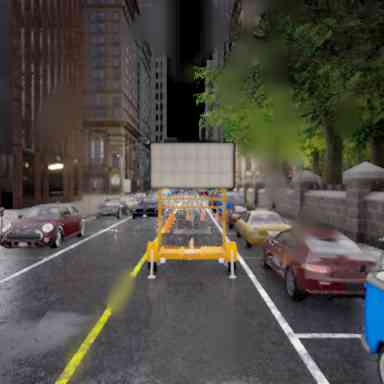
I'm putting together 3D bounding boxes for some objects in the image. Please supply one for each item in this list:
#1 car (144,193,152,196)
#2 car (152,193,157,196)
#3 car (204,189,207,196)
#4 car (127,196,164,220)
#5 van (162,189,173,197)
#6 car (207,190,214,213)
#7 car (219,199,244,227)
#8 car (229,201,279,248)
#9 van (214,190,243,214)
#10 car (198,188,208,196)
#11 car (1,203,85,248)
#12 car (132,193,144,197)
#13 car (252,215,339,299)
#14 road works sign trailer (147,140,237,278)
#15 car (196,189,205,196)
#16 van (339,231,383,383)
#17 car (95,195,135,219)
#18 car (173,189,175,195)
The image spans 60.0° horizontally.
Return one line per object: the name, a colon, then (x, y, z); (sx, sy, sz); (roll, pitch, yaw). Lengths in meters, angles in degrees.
car: (-5.755, 0.861, 35.394); (1.967, 1.590, 4.097); (0, 1, 0)
car: (-5.753, 0.795, 46.442); (1.947, 1.339, 4.313); (0, 1, 0)
car: (2.771, 0.736, 35.401); (2.192, 1.841, 5.009); (0, 1, 0)
car: (-3.097, 1.215, 23.989); (1.895, 1.301, 4.718); (0, 1, 0)
van: (-5.749, 0.118, 73.092); (1.690, 1.788, 3.998); (0, 1, 0)
car: (2.770, 0.831, 29.878); (2.192, 1.841, 5.009); (0, 1, 0)
car: (2.767, 1.280, 18.835); (1.802, 1.307, 4.206); (0, 1, 0)
car: (2.766, 1.309, 13.480); (1.752, 1.417, 4.829); (0, 1, 0)
van: (2.769, 0.949, 24.355); (1.690, 1.788, 3.998); (0, 1, 0)
car: (2.778, -0.085, 83.980); (2.192, 1.841, 5.009); (0, 1, 0)
car: (-5.759, 1.227, 13.299); (1.967, 1.590, 4.097); (0, 1, 0)
car: (-5.756, 1.044, 29.702); (1.752, 1.417, 4.829); (0, 1, 0)
car: (2.765, 1.457, 7.788); (1.802, 1.307, 4.206); (0, 1, 0)
road works sign trailer: (0.002, 0.311, 9.566); (2.380, 3.560, 2.880); (0, 1, 0)
car: (2.777, 0.003, 78.539); (2.192, 1.841, 5.009); (0, 1, 0)
van: (2.764, 1.304, 2.260); (1.690, 1.788, 3.998); (0, 1, 0)
car: (-5.758, 1.159, 24.349); (2.008, 1.369, 4.403); (0, 1, 0)
car: (-5.748, 0.128, 78.534); (1.967, 1.590, 4.097); (0, 1, 0)
